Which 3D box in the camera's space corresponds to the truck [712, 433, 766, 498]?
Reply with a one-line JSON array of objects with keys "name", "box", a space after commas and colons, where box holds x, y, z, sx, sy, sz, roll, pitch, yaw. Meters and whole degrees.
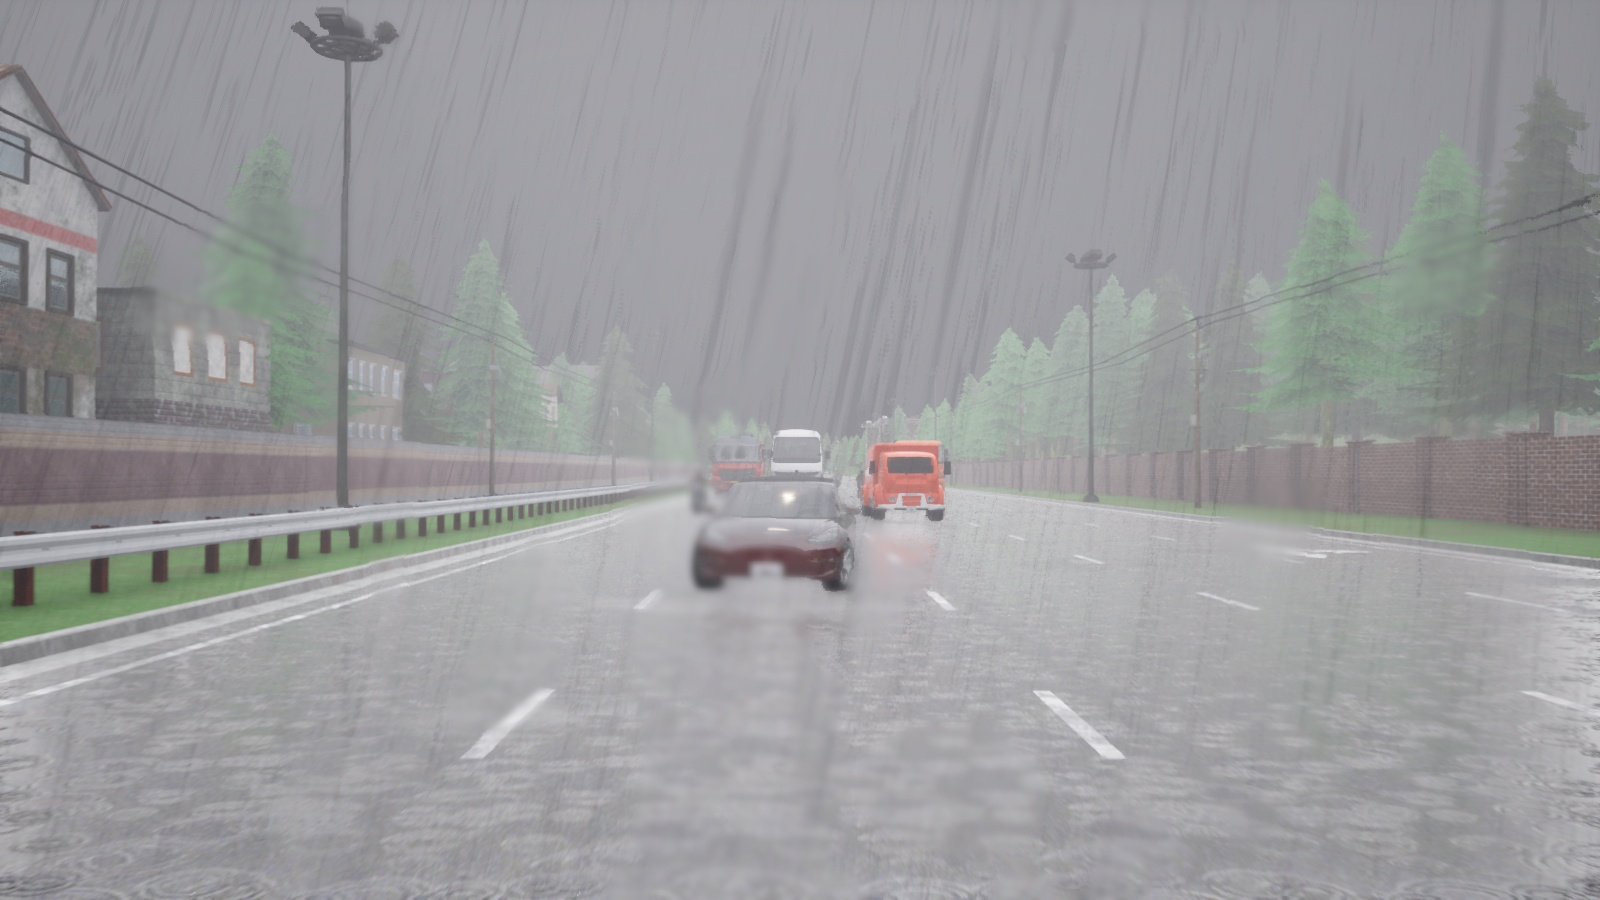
[{"name": "truck", "box": [-3.694, 0.969, 77.919, 2.891, 3.827, 8.468, 0, -1, 0]}]

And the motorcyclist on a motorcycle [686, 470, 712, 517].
[{"name": "motorcyclist on a motorcycle", "box": [-3.610, 1.533, 45.028, 0.766, 1.649, 2.350, 0, -1, 0]}]

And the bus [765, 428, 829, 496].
[{"name": "bus", "box": [-0.207, 0.827, 82.941, 3.944, 4.253, 10.273, 0, -1, 0]}]

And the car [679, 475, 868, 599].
[{"name": "car", "box": [-0.205, 1.113, 17.790, 2.163, 1.488, 4.792, 0, -1, 5]}]

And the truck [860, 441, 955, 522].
[{"name": "truck", "box": [3.398, 0.998, 40.857, 2.627, 2.467, 5.204, 0, -1, 0]}]

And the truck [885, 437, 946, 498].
[{"name": "truck", "box": [6.813, 1.064, 75.164, 2.891, 3.462, 7.936, 0, -1, 0]}]
